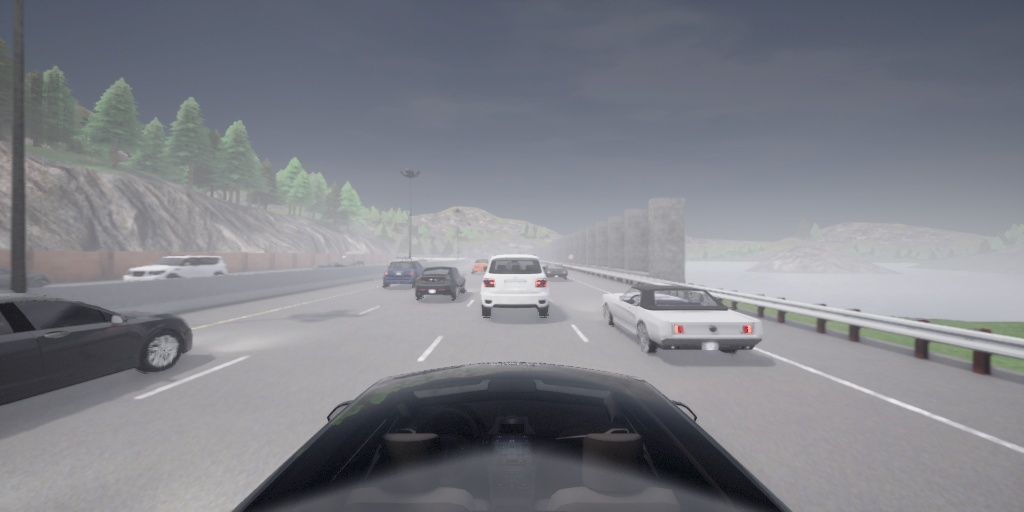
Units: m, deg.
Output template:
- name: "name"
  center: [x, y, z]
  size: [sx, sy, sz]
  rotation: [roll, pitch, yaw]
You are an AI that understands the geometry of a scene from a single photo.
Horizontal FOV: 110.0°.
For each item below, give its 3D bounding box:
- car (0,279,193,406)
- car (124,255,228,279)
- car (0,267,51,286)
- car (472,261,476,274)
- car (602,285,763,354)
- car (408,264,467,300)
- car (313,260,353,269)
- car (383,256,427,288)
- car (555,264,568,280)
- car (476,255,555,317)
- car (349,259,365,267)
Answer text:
- name: "car"
  center: [-6.902, 1.255, 4.704]
  size: [1.837, 1.490, 4.892]
  rotation: [0, 0, 0]
- name: "car"
  center: [-21.105, 0.973, 22.935]
  size: [2.150, 2.045, 5.566]
  rotation: [0, 0, 0]
- name: "car"
  center: [-28.102, 1.313, 19.272]
  size: [1.994, 1.385, 4.181]
  rotation: [0, 0, 0]
- name: "car"
  center: [-3.291, 1.103, 41.191]
  size: [2.097, 1.767, 4.553]
  rotation: [0, 0, 1]
- name: "car"
  center: [3.604, 1.351, 8.722]
  size: [1.895, 1.301, 4.718]
  rotation: [0, 0, 0]
- name: "car"
  center: [-3.404, 1.255, 17.700]
  size: [1.837, 1.490, 4.892]
  rotation: [0, 0, 0]
- name: "car"
  center: [-17.563, 1.314, 34.655]
  size: [1.994, 1.385, 4.181]
  rotation: [0, 0, 0]
- name: "car"
  center: [-6.908, 1.102, 23.980]
  size: [2.097, 1.767, 4.553]
  rotation: [0, 0, 0]
- name: "car"
  center: [3.598, 1.352, 31.159]
  size: [1.895, 1.301, 4.718]
  rotation: [0, 0, 0]
- name: "car"
  center: [0.098, 0.972, 13.274]
  size: [2.150, 2.045, 5.566]
  rotation: [0, 0, 0]
- name: "car"
  center: [-24.164, 1.242, 54.720]
  size: [2.128, 1.511, 4.902]
  rotation: [0, 0, 2]
